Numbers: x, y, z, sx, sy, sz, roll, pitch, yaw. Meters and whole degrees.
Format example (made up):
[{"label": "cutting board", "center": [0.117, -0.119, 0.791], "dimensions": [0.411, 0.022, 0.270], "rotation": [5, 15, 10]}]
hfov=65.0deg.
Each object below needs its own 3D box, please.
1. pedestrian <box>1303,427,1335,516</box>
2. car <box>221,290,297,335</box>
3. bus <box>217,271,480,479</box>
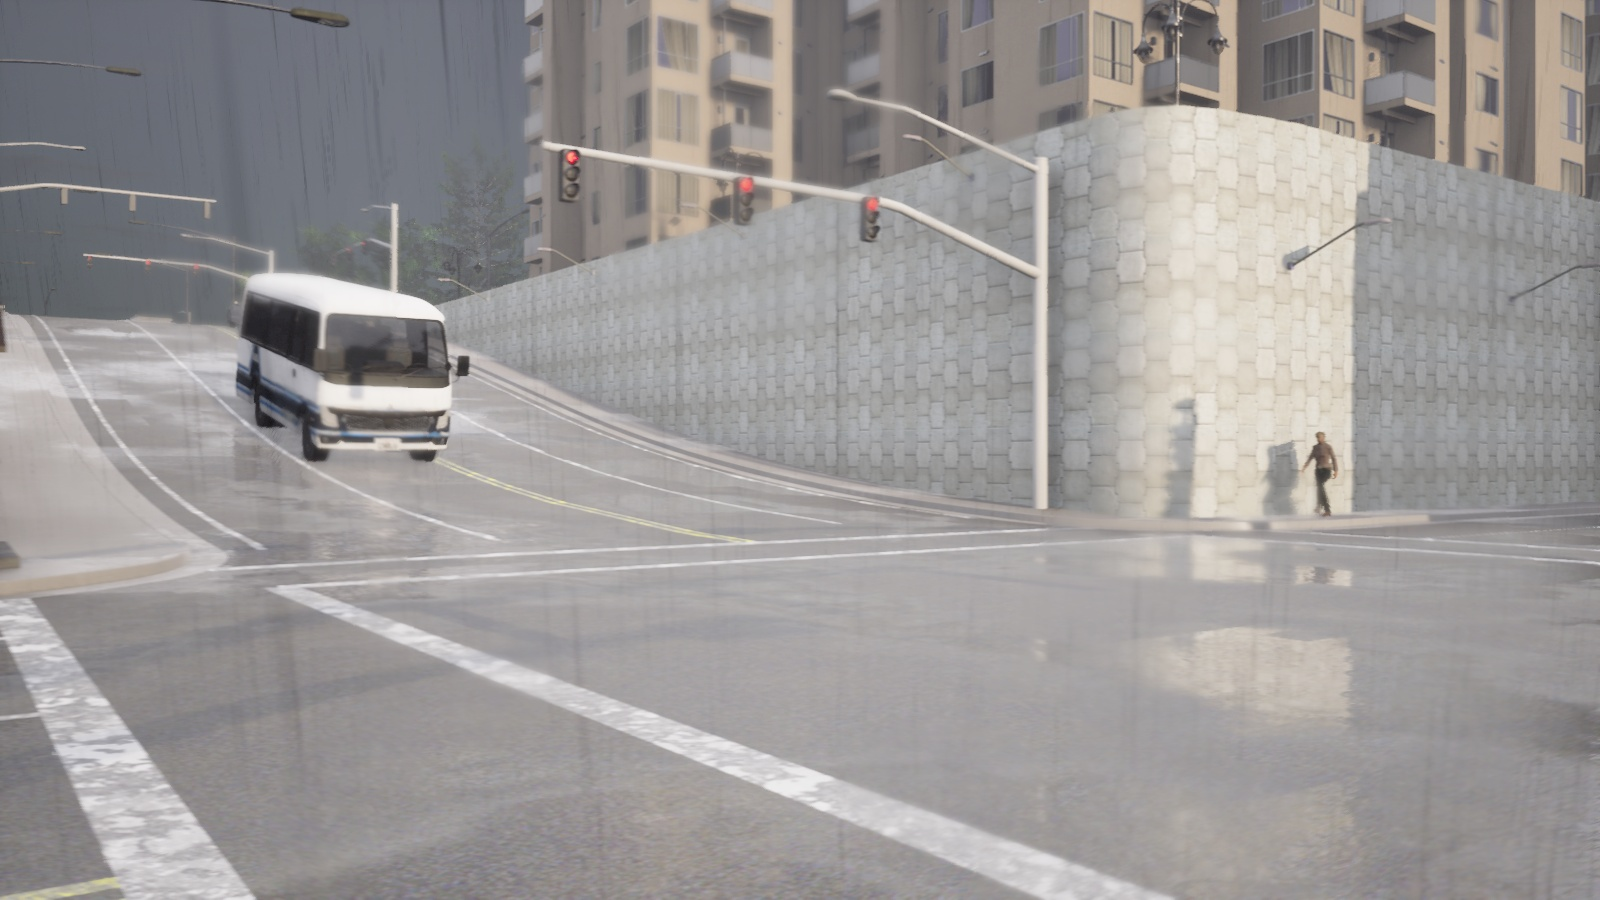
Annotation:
[{"label": "pedestrian", "center": [10.839, 0.439, 26.221], "dimensions": [0.634, 1.846, 0.331], "rotation": [0, 0, -34]}, {"label": "car", "center": [-24.820, -6.332, 57.496], "dimensions": [2.152, 1.651, 5.027], "rotation": [0, 8, -35]}, {"label": "bus", "center": [-12.516, -2.266, 33.845], "dimensions": [3.944, 4.253, 10.273], "rotation": [0, 9, -35]}]
